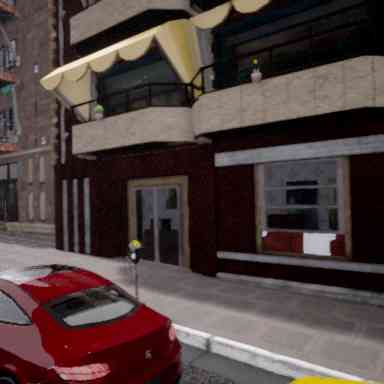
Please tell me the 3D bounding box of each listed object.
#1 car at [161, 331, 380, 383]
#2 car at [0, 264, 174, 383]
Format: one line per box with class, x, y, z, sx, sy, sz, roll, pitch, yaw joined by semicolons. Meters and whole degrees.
car;2.311;1.521;1.098;4.829;1.417;1.752;0;-2;36
car;-2.053;1.596;4.209;4.206;1.307;1.802;0;-2;36
